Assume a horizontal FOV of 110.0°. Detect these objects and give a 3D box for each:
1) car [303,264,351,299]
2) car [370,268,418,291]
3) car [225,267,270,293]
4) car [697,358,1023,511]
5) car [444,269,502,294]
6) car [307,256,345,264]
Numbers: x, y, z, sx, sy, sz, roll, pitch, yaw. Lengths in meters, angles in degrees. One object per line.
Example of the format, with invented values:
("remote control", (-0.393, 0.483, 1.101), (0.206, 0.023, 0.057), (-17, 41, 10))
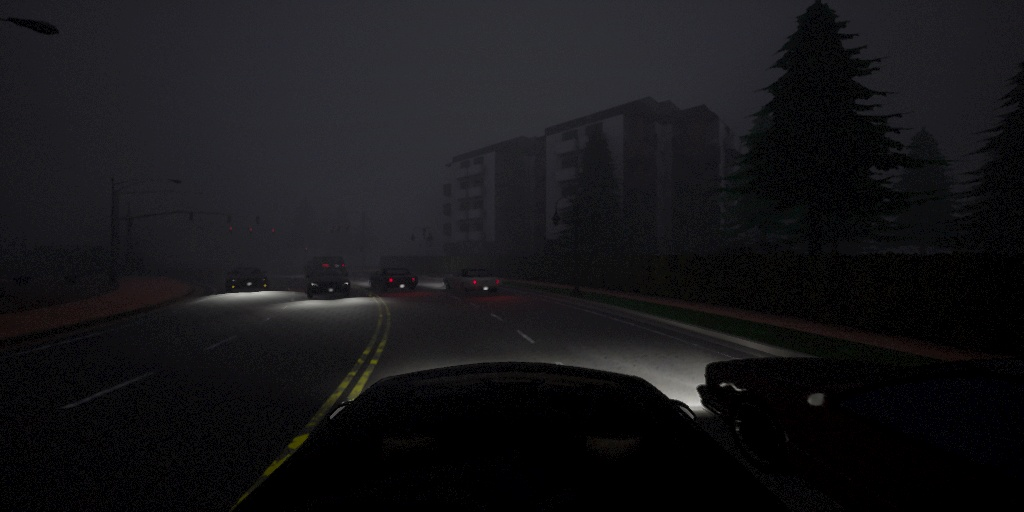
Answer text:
("car", (-9.644, 1.304, 18.650), (1.812, 1.442, 4.674), (0, 0, -32))
("car", (-7.391, 1.385, 22.060), (1.895, 1.301, 4.718), (0, 0, -32))
("car", (-15.694, 1.347, 21.251), (1.994, 1.385, 4.181), (0, 0, -40))
("car", (3.320, 1.297, 1.800), (2.033, 1.411, 5.357), (0, 0, -5))
("car", (-2.391, 1.382, 20.434), (1.895, 1.301, 4.718), (0, 0, -28))
("car", (-17.431, 1.024, 33.332), (5.566, 2.045, 2.150), (0, 0, 43))
